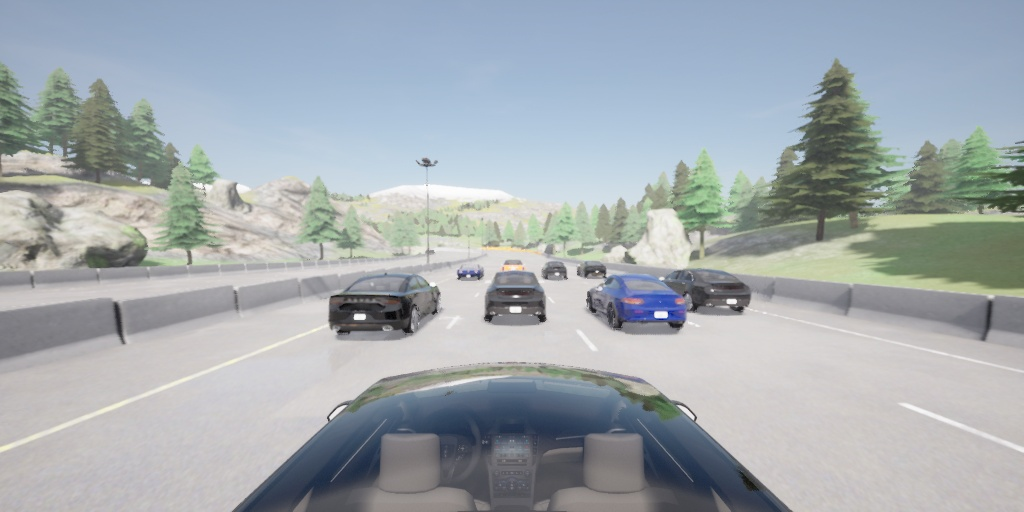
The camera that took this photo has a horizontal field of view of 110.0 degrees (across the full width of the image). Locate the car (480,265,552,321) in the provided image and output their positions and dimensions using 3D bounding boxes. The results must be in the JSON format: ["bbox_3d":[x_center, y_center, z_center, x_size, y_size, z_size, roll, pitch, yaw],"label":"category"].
[{"bbox_3d":[0.099,1.226,12.296,1.837,1.490,4.892,0,0,0],"label":"car"}]

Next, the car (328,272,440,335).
[{"bbox_3d":[-3.401,1.204,10.490,1.882,1.535,5.008,0,0,0],"label":"car"}]

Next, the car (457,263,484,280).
[{"bbox_3d":[-3.403,1.273,30.304,1.895,1.301,4.718,0,0,0],"label":"car"}]

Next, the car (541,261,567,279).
[{"bbox_3d":[3.597,1.174,30.992,1.837,1.490,4.892,0,0,0],"label":"car"}]

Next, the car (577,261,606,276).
[{"bbox_3d":[7.097,1.144,32.337,1.882,1.535,5.008,0,0,0],"label":"car"}]

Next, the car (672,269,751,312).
[{"bbox_3d":[7.099,1.221,14.002,1.837,1.490,4.892,0,0,0],"label":"car"}]

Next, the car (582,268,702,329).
[{"bbox_3d":[3.599,1.250,10.959,1.812,1.442,4.674,0,0,0],"label":"car"}]

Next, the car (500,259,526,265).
[{"bbox_3d":[0.097,1.025,30.065,2.097,1.767,4.553,0,0,0],"label":"car"}]
